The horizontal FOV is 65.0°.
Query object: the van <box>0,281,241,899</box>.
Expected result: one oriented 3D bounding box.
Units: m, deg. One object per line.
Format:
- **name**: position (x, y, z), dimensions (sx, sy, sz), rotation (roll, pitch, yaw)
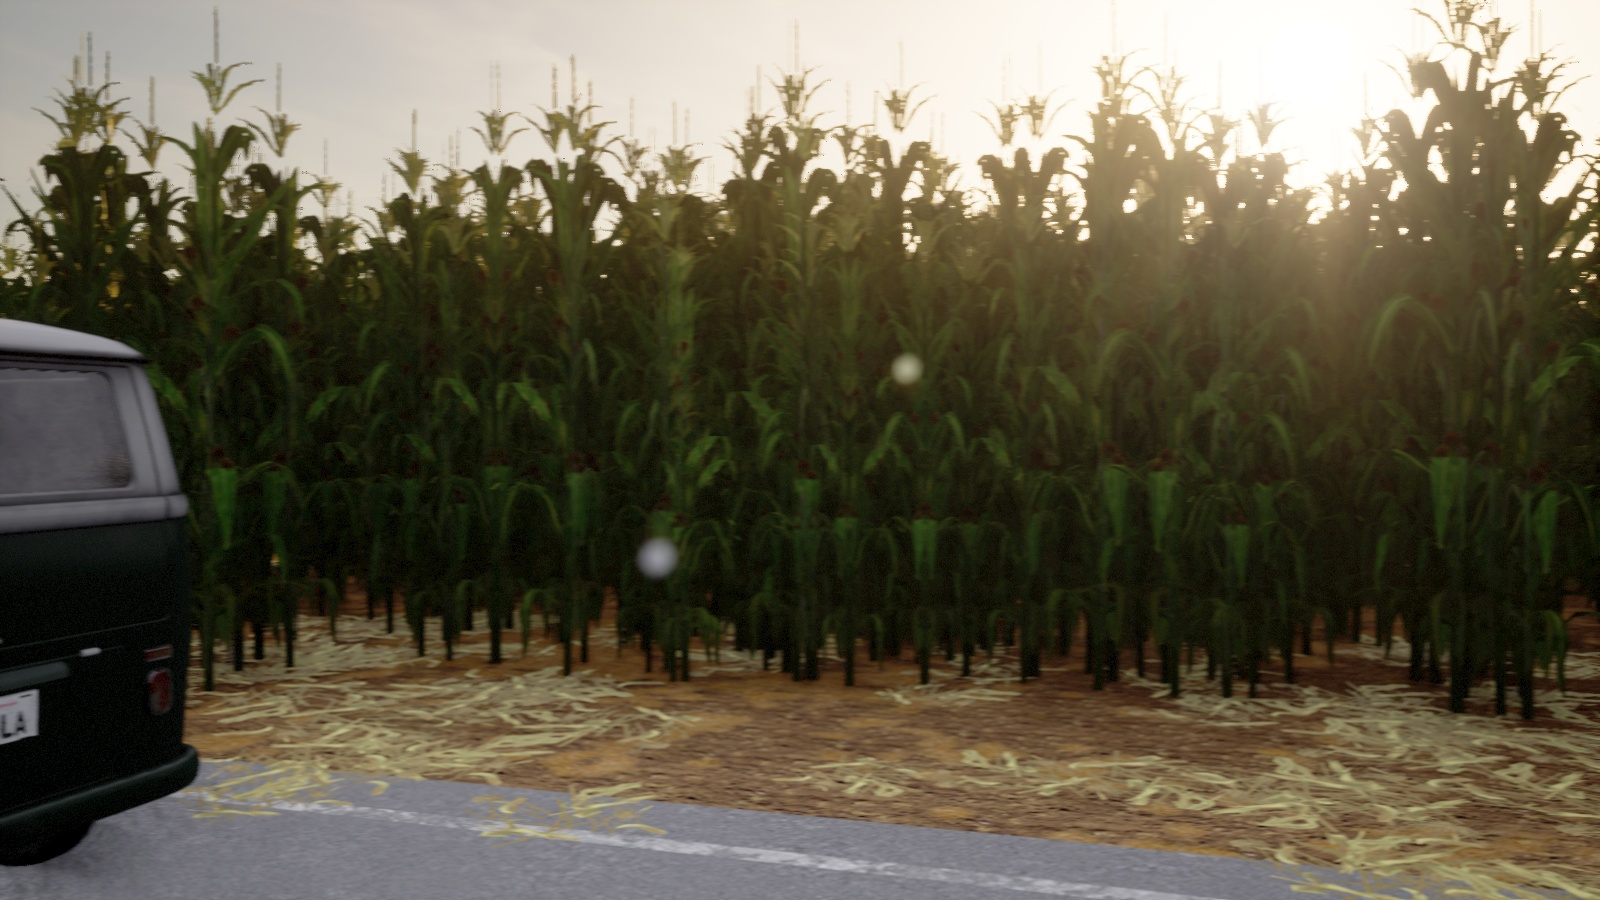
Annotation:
- **van**: position (-4.379, 0.493, 4.320), dimensions (4.442, 1.987, 1.775), rotation (1, 1, 18)
